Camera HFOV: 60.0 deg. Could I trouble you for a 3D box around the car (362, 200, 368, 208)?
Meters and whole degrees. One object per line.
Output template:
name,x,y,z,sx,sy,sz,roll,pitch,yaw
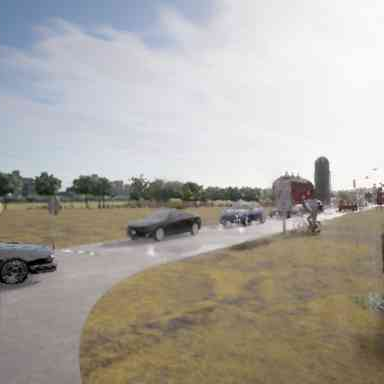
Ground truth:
car,27.283,1.936,53.935,2.033,1.411,5.357,-3,-2,34

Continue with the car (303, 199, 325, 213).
car,14.898,1.710,41.348,2.097,1.767,4.553,-3,-2,35

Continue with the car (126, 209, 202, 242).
car,-1.399,1.703,18.143,1.882,1.535,5.008,-3,-2,35

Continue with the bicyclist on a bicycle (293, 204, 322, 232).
bicyclist on a bicycle,6.666,1.514,19.244,1.656,1.620,0.582,-1,-1,35

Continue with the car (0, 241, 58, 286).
car,-6.243,1.653,8.194,5.357,1.411,2.033,-1,-2,-27

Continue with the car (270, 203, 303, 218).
car,9.239,1.874,33.328,1.994,1.385,4.181,-3,-2,35

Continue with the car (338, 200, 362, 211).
car,21.571,1.896,45.800,1.895,1.301,4.718,-3,-2,35

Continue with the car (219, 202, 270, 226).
car,3.929,1.620,25.767,2.097,1.767,4.553,-3,-2,35
